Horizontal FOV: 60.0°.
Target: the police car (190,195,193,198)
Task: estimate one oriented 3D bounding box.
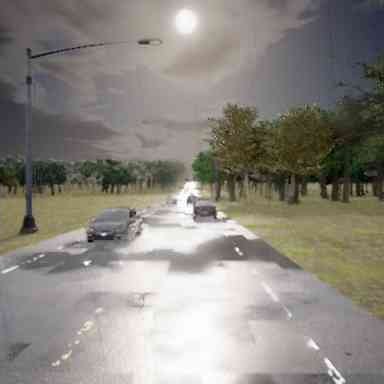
[{"bbox_3d":[1.060,1.428,44.561,1.930,1.638,5.238,0,0,0],"label":"police car"}]

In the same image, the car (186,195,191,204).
[{"bbox_3d":[0.015,1.402,62.485,2.097,1.767,4.553,0,0,0],"label":"car"}]

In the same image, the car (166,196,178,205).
[{"bbox_3d":[-3.529,1.531,58.042,2.128,1.511,4.902,0,0,1],"label":"car"}]

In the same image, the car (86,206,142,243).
[{"bbox_3d":[-3.595,1.485,15.960,1.837,1.490,4.892,0,0,0],"label":"car"}]

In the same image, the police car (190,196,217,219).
[{"bbox_3d":[1.057,1.403,28.559,1.930,1.638,5.238,0,0,0],"label":"police car"}]

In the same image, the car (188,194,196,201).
[{"bbox_3d":[0.019,1.392,81.081,1.882,1.535,5.008,0,0,0],"label":"car"}]
